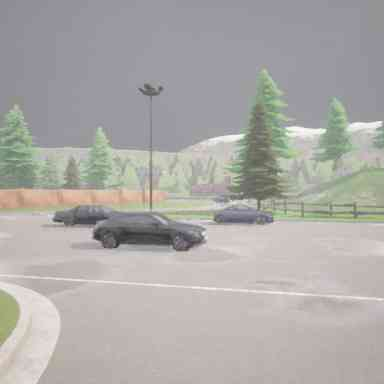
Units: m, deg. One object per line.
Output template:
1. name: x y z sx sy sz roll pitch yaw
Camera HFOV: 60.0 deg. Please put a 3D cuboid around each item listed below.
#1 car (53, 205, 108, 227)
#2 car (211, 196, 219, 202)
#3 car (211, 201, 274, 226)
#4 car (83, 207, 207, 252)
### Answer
1. car: -6.286 1.546 21.656 5.357 1.411 2.033 0 0 12
2. car: 5.478 1.467 66.034 1.882 1.535 5.008 1 0 -20
3. car: 3.542 1.560 23.073 4.181 1.385 1.994 0 0 12
4. car: -1.725 1.524 13.483 4.674 1.442 1.812 0 0 12
